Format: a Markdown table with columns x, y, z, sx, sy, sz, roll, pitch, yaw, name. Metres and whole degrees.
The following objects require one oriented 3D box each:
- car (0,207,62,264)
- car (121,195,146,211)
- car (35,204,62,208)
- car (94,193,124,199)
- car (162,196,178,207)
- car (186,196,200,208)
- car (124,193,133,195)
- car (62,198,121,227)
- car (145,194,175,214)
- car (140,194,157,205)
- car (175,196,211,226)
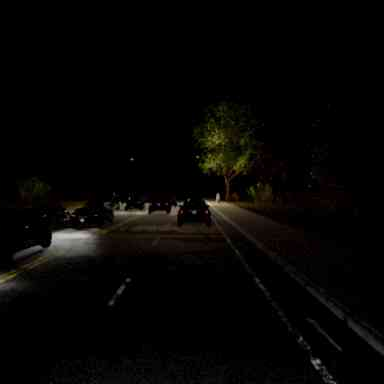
| x | y | z | sx | sy | sz | roll | pitch | yaw | name |
| --- | --- | --- | --- | --- | --- | --- | --- | --- | --- |
| -6.564 | 1.484 | 11.862 | 1.812 | 1.442 | 4.674 | 0 | 0 | 0 | car |
| -6.430 | 1.390 | 38.192 | 1.812 | 1.442 | 4.674 | 0 | 0 | 0 | car |
| -9.793 | 1.486 | 22.474 | 1.994 | 1.385 | 4.181 | 0 | 0 | 0 | car |
| -9.684 | 1.088 | 37.875 | 2.150 | 2.045 | 5.566 | 0 | 0 | 0 | car |
| -3.116 | 1.302 | 47.684 | 1.882 | 1.535 | 5.008 | 0 | 0 | 1 | car |
| 0.175 | 1.338 | 45.702 | 1.837 | 1.490 | 4.892 | 0 | 0 | 0 | car |
| -9.653 | 0.976 | 49.430 | 2.097 | 1.767 | 4.553 | 0 | 0 | 0 | car |
| -6.533 | 1.415 | 22.276 | 2.128 | 1.511 | 4.902 | 0 | 0 | 0 | car |
| -3.179 | 1.232 | 34.002 | 2.097 | 1.767 | 4.553 | 0 | 0 | 0 | car |
| -6.403 | 1.100 | 49.394 | 1.882 | 1.535 | 5.008 | 0 | 0 | 0 | car |
| 0.144 | 1.276 | 22.586 | 2.097 | 1.767 | 4.553 | 0 | 0 | 0 | car |
